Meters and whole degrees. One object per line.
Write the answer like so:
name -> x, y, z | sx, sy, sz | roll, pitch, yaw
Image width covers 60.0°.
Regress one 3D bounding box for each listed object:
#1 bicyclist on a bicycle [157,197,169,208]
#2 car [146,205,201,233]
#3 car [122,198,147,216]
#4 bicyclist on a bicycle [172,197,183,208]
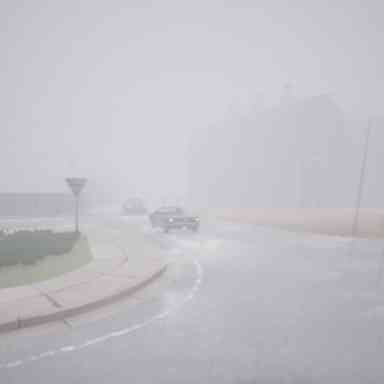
bicyclist on a bicycle -> -4.081, 1.491, 46.592 | 1.656, 1.620, 0.582 | 0, 0, -10
car -> -1.090, 1.531, 19.193 | 1.895, 1.301, 4.718 | 0, 0, -19
car -> -5.570, 1.334, 32.319 | 2.097, 1.767, 4.553 | 0, 0, -17
bicyclist on a bicycle -> -2.045, 1.488, 46.583 | 1.656, 1.620, 0.582 | 0, 0, -11
